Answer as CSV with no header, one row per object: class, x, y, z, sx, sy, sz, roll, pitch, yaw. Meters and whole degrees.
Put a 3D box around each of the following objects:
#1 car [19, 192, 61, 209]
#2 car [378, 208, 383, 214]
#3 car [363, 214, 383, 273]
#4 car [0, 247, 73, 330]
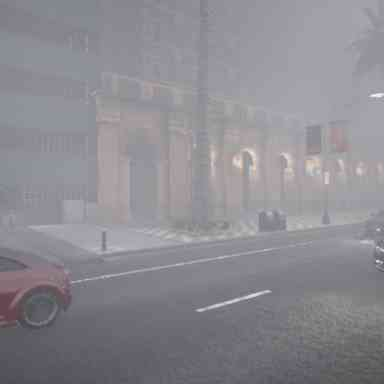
car,-12.929,1.023,25.336,5.566,2.045,2.435,0,0,-38
car,10.359,1.483,16.583,4.892,1.490,1.837,0,0,-38
car,6.997,1.477,9.525,4.902,1.511,2.128,0,0,-38
car,-4.140,1.564,5.289,4.181,1.385,1.994,0,0,-38
